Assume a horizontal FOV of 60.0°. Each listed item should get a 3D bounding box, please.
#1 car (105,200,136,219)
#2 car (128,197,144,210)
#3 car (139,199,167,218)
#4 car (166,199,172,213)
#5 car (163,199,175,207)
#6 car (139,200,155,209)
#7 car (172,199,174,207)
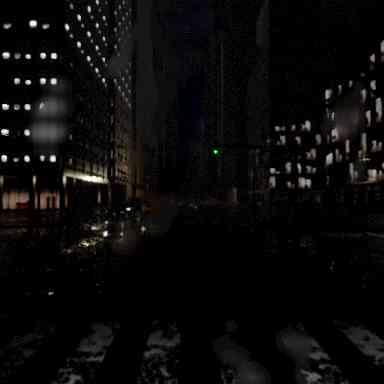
[{"bbox_3d":[-7.140,1.806,32.812,1.837,1.490,4.892,0,0,-1],"label":"car"},{"bbox_3d":[-7.318,1.616,43.238,2.150,2.045,5.566,0,-1,-1],"label":"car"},{"bbox_3d":[-3.904,1.791,34.059,1.882,1.535,5.008,0,-1,-1],"label":"car"},{"bbox_3d":[-4.063,1.745,43.020,2.097,1.767,4.553,0,-1,-1],"label":"car"},{"bbox_3d":[-4.382,2.049,63.879,1.882,1.535,5.008,0,0,0],"label":"car"},{"bbox_3d":[-7.524,2.054,56.178,2.033,1.411,5.357,0,0,-1],"label":"car"},{"bbox_3d":[-4.231,2.006,53.004,1.812,1.442,4.674,0,0,-1],"label":"car"}]
